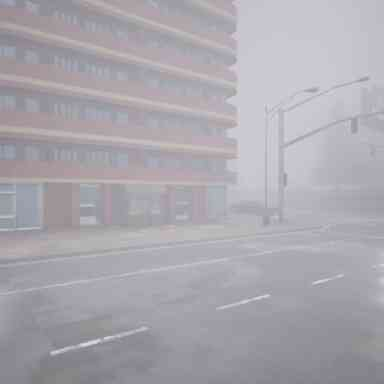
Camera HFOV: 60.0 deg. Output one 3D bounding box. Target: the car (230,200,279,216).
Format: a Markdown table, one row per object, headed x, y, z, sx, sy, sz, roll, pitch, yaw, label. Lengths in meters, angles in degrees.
| x | y | z | sx | sy | sz | roll | pitch | yaw | label |
| --- | --- | --- | --- | --- | --- | --- | --- | --- | --- |
| 6.125 | 1.548 | 32.988 | 2.033 | 1.411 | 5.357 | 0 | 0 | -36 | car |
